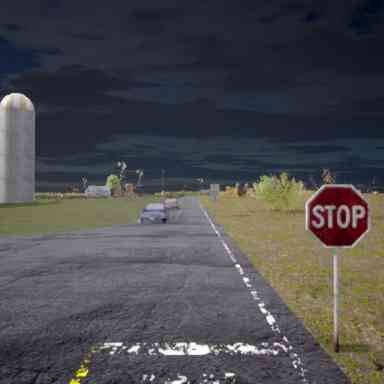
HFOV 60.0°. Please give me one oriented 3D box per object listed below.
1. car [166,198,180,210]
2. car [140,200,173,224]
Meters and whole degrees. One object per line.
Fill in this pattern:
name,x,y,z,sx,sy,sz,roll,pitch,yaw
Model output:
car,-2.675,1.565,43.026,1.812,1.442,4.674,0,0,0
car,-2.707,1.551,25.021,1.812,1.442,4.674,0,0,0
